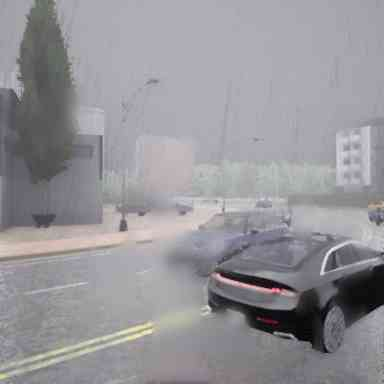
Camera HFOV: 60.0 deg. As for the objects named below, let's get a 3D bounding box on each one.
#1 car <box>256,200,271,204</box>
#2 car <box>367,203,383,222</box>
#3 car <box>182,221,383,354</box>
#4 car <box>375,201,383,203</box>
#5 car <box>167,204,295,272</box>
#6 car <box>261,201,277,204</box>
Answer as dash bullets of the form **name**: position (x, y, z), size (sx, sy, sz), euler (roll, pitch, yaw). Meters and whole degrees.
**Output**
- **car**: position (11.476, 1.863, 51.185), size (1.994, 1.385, 4.181), euler (0, 0, -15)
- **car**: position (14.216, 1.706, 24.312), size (1.895, 1.301, 4.718), euler (0, 0, 20)
- **car**: position (2.406, 1.526, 6.256), size (4.902, 1.511, 2.128), euler (0, 0, -43)
- **car**: position (19.938, 1.627, 34.457), size (1.882, 1.535, 5.008), euler (0, 0, 7)
- **car**: position (1.335, 1.419, 10.391), size (2.097, 1.767, 4.553), euler (-1, -1, 42)
- **car**: position (6.387, 1.663, 24.061), size (1.812, 1.442, 4.674), euler (0, 0, 22)
